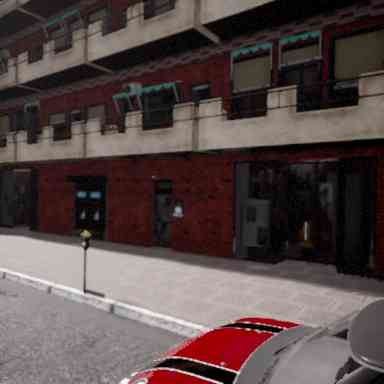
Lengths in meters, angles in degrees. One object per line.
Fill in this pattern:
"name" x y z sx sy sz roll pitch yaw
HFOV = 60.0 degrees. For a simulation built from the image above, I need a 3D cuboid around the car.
"car" 1.318 1.441 1.919 4.097 1.590 1.967 0 1 35
